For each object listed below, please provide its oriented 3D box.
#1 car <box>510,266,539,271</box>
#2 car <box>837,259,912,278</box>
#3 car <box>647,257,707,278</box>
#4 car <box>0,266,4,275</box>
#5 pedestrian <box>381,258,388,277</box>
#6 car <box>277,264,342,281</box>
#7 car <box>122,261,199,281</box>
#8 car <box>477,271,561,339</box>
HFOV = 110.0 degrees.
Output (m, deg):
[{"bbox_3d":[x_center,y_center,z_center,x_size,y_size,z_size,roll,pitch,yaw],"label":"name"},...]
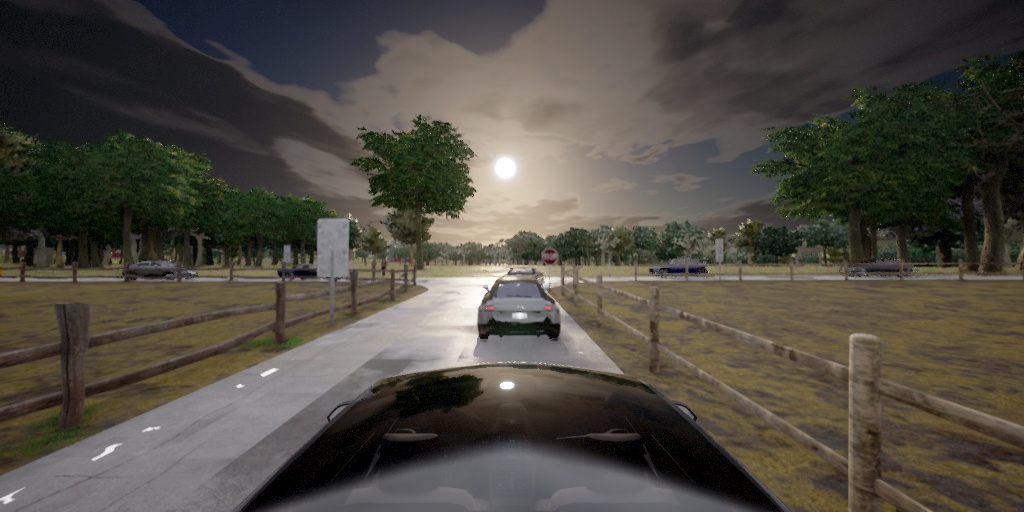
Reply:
[{"bbox_3d":[0.805,1.281,21.586,1.895,1.301,4.718,0,0,12],"label":"car"},{"bbox_3d":[30.354,1.029,30.114,4.892,1.490,1.837,-1,-1,6],"label":"car"},{"bbox_3d":[14.073,0.968,30.762,4.553,1.767,2.097,0,-1,1],"label":"car"},{"bbox_3d":[-47.046,1.172,30.788,5.008,1.535,1.882,0,-1,1],"label":"car"},{"bbox_3d":[-12.105,1.035,33.855,0.375,1.860,0.375,0,-1,0],"label":"pedestrian"},{"bbox_3d":[-15.348,1.246,27.843,4.718,1.301,1.895,0,-1,1],"label":"car"},{"bbox_3d":[-27.185,1.134,27.883,4.902,1.511,2.128,0,-1,0],"label":"car"},{"bbox_3d":[0.120,1.277,9.903,1.994,1.385,4.181,0,0,-1],"label":"car"}]
